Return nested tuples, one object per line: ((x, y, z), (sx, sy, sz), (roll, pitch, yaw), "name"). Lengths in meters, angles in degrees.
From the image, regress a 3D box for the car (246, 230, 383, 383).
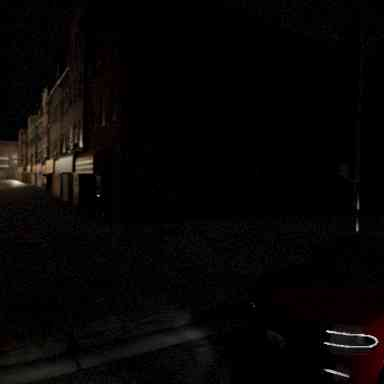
((3.083, 1.367, 4.985), (5.008, 1.535, 1.882), (0, 2, -31), "car")
